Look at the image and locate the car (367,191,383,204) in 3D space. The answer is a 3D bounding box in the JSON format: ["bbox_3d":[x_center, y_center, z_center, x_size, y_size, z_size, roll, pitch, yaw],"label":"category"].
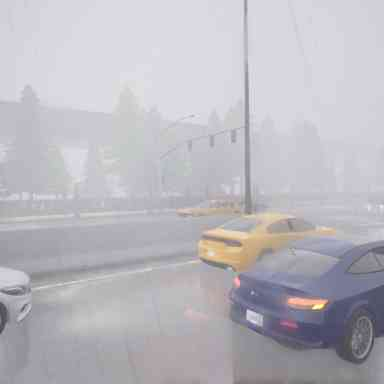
[{"bbox_3d":[24.685,0.615,43.079,4.553,1.767,2.097,-1,1,-35],"label":"car"}]

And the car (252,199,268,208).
[{"bbox_3d":[4.267,1.293,28.526,4.718,1.301,1.895,-1,1,-35],"label":"car"}]

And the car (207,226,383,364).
[{"bbox_3d":[2.706,1.459,5.719,4.674,1.442,1.812,-1,1,-35],"label":"car"}]

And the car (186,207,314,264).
[{"bbox_3d":[2.514,1.374,9.868,5.008,1.535,1.882,-1,1,-35],"label":"car"}]

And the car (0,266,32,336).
[{"bbox_3d":[-4.813,1.522,4.620,4.674,1.442,1.812,0,0,-36],"label":"car"}]

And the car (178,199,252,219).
[{"bbox_3d":[1.368,1.273,22.161,5.008,1.535,1.882,-1,1,-35],"label":"car"}]
